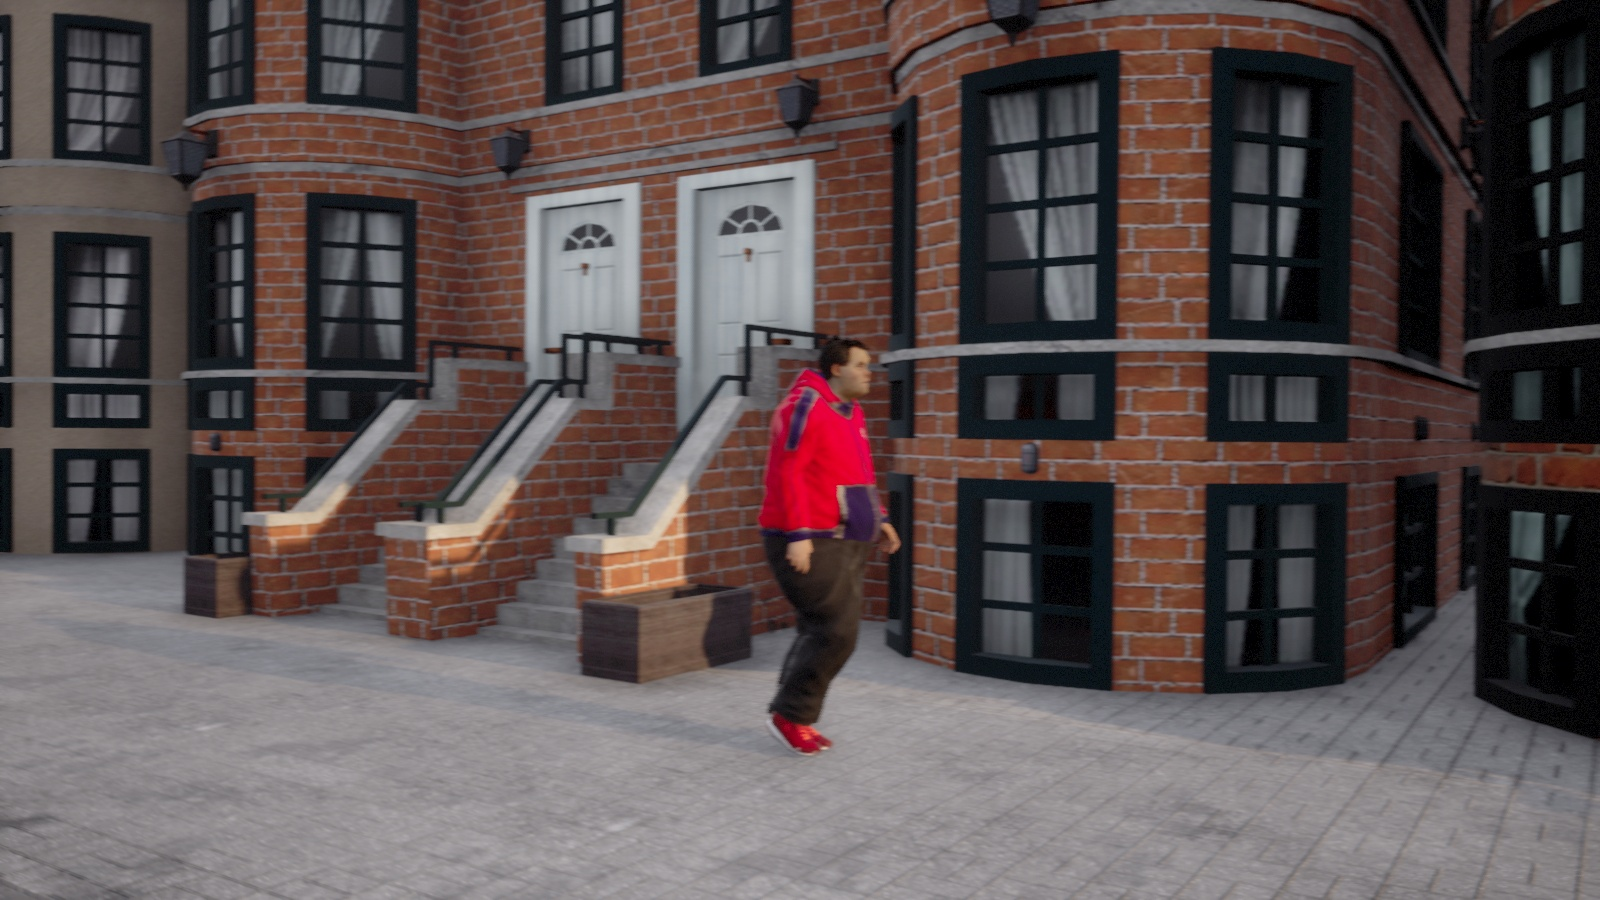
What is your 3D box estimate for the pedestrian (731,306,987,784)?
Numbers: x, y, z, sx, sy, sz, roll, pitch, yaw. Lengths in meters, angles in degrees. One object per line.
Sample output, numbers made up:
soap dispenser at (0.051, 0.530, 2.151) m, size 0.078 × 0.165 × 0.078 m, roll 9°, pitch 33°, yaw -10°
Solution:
pedestrian at (0.263, 0.366, 5.307) m, size 0.899 × 1.844 × 0.634 m, roll 0°, pitch 1°, yaw 23°
